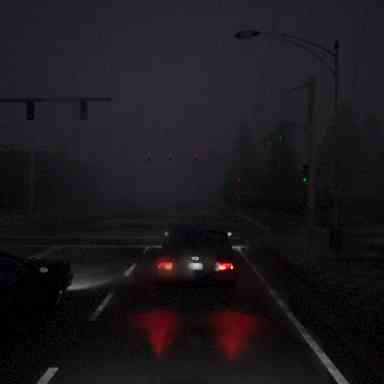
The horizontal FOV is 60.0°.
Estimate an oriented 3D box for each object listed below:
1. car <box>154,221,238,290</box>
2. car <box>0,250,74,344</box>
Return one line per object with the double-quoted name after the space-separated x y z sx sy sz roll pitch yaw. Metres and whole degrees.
0.150 1.490 9.046 2.033 1.411 5.357 0 0 2 "car"
-3.426 1.518 4.548 2.033 1.411 5.357 0 0 1 "car"
